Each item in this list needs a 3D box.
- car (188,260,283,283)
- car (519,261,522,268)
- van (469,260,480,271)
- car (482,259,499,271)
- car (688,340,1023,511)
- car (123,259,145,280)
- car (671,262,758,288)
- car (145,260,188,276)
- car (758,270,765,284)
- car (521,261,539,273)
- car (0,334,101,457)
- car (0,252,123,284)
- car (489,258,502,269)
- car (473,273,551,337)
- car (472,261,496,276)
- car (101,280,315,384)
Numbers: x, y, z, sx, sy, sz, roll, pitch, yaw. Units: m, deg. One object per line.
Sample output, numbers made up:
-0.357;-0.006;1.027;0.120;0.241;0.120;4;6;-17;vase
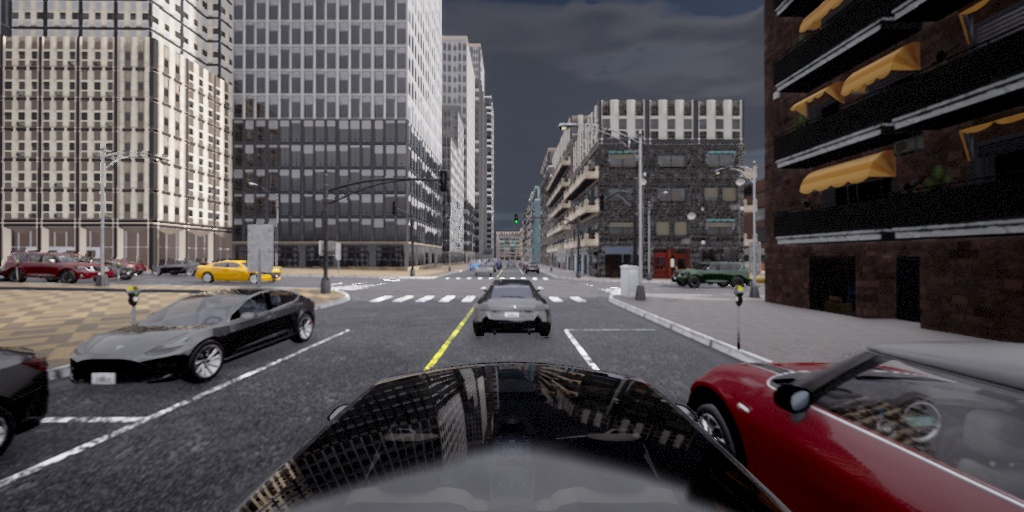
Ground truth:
-18.514;1.058;24.413;5.008;1.535;1.882;1;0;-1;car
2.570;1.653;56.806;1.888;1.381;4.507;0;0;0;car
-5.811;1.449;56.786;1.690;1.789;3.998;0;0;0;van
-3.204;1.577;51.414;1.837;1.490;4.892;0;0;0;car
2.693;1.191;1.950;1.967;1.591;4.097;0;0;0;car
-28.440;0.898;24.278;4.892;1.490;1.837;1;0;-1;car
15.525;1.458;28.069;5.566;2.045;2.150;1;0;-1;car
-27.549;0.997;30.079;4.313;1.339;1.948;0;0;-1;car
21.303;1.883;30.735;4.829;1.417;1.751;0;0;-1;car
2.593;1.608;46.839;1.948;1.339;4.313;0;0;0;car
-5.687;1.317;1.930;1.948;1.339;4.313;0;0;0;car
-27.428;0.718;21.698;5.009;1.841;2.192;0;0;-1;car
-3.204;1.364;61.889;2.150;2.045;5.566;0;0;0;car
-0.003;1.370;10.510;1.994;1.385;4.181;0;0;0;car
-3.186;1.607;41.424;1.895;1.301;4.718;0;0;0;car
-5.699;1.350;7.176;1.948;1.339;4.313;0;0;0;car
